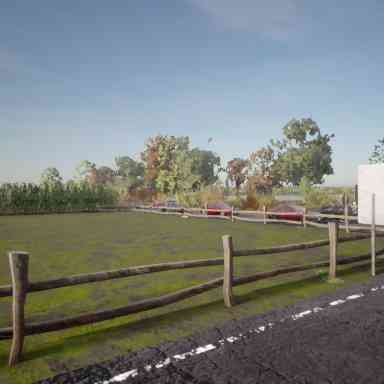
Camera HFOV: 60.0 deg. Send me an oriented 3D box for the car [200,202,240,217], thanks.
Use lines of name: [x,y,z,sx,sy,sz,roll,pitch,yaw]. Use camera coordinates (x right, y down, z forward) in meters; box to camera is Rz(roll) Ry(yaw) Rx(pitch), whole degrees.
car: [2.818,1.837,34.312,1.882,1.535,5.008,-1,0,-34]

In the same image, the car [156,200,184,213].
car: [-2.519,2.056,42.779,1.994,1.385,4.181,-1,0,-28]

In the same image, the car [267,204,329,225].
car: [8.107,1.756,26.634,1.812,1.442,4.674,-1,0,-35]

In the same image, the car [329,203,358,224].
car: [11.517,1.687,26.896,1.837,1.490,4.892,-1,0,-35]

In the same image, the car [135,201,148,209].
car: [-8.839,2.258,57.108,1.994,1.385,4.181,0,0,-15]

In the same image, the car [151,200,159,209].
car: [-5.766,2.176,57.690,1.812,1.442,4.674,-1,0,-17]
